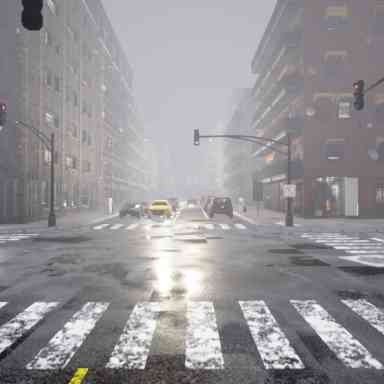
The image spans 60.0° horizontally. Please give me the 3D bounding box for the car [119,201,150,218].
[{"bbox_3d":[-5.335,1.588,30.070,1.947,1.339,4.313,1,0,0],"label":"car"}]

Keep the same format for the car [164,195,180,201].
[{"bbox_3d":[-2.898,1.563,50.414,1.837,1.490,4.892,0,0,0],"label":"car"}]

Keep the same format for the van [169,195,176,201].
[{"bbox_3d":[-5.410,1.622,91.258,1.690,1.788,3.998,1,0,0],"label":"van"}]

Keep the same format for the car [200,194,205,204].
[{"bbox_3d":[2.535,1.351,41.250,2.192,1.841,5.009,1,0,0],"label":"car"}]

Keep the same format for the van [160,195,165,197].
[{"bbox_3d":[-5.374,1.451,63.438,1.690,1.788,3.998,1,0,0],"label":"van"}]

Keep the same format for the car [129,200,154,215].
[{"bbox_3d":[-5.341,1.593,35.631,1.947,1.339,4.313,1,0,0],"label":"car"}]

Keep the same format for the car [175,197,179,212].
[{"bbox_3d":[-2.894,1.598,39.920,1.994,1.385,4.181,0,0,0],"label":"car"}]

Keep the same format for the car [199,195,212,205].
[{"bbox_3d":[2.505,1.425,63.484,2.192,1.841,5.009,1,0,0],"label":"car"}]

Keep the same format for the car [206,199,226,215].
[{"bbox_3d":[2.539,1.553,35.855,1.752,1.417,4.829,1,0,0],"label":"car"}]

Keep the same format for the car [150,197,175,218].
[{"bbox_3d":[-2.884,1.500,30.577,1.882,1.535,5.008,0,0,0],"label":"car"}]

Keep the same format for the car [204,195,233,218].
[{"bbox_3d":[2.550,1.337,30.125,2.192,1.841,5.009,1,0,0],"label":"car"}]

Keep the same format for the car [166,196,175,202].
[{"bbox_3d":[-5.406,1.795,85.693,2.008,1.369,4.403,1,0,0],"label":"car"}]

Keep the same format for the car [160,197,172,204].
[{"bbox_3d":[-5.385,1.692,69.003,2.008,1.369,4.403,1,0,0],"label":"car"}]

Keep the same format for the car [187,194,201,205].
[{"bbox_3d":[0.028,1.587,60.085,2.128,1.511,4.902,0,0,0],"label":"car"}]

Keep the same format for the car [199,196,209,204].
[{"bbox_3d":[2.496,1.582,69.048,1.967,1.590,4.097,1,0,0],"label":"car"}]

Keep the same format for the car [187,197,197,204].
[{"bbox_3d":[-0.021,1.710,70.319,1.994,1.385,4.181,0,0,0],"label":"car"}]

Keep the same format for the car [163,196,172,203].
[{"bbox_3d":[-5.391,1.698,74.395,1.752,1.417,4.829,1,0,0],"label":"car"}]

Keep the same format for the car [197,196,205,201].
[{"bbox_3d":[2.467,1.847,91.299,1.947,1.339,4.313,1,0,0],"label":"car"}]
